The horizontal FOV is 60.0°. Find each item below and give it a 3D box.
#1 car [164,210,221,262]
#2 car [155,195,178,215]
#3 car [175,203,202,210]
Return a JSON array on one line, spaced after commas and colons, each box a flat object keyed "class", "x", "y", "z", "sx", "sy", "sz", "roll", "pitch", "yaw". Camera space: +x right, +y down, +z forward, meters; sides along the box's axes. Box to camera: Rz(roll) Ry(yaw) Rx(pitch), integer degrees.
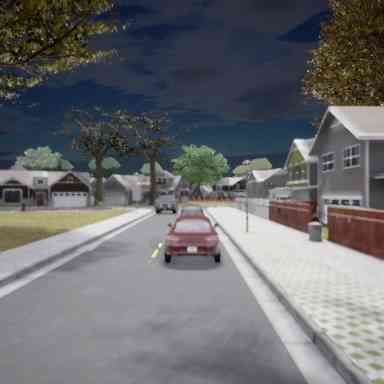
[{"class": "car", "x": 0.043, "y": 1.583, "z": 12.201, "sx": 1.812, "sy": 1.442, "sz": 4.674, "roll": 0, "pitch": -1, "yaw": 1}, {"class": "car", "x": -2.788, "y": 1.402, "z": 37.384, "sx": 2.150, "sy": 2.045, "sz": 5.566, "roll": 0, "pitch": -1, "yaw": 0}, {"class": "car", "x": 0.018, "y": 1.667, "z": 25.419, "sx": 2.033, "sy": 1.411, "sz": 5.357, "roll": 0, "pitch": 0, "yaw": 1}]
